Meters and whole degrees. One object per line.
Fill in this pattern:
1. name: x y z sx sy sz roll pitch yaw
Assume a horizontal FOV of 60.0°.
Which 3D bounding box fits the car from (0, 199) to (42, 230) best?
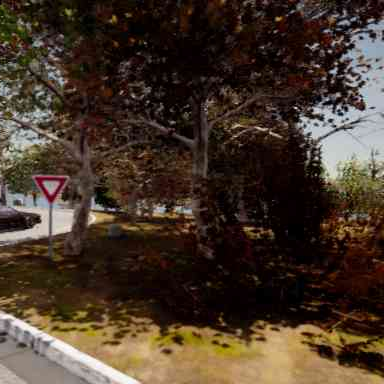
1. car: -9.883 1.273 16.231 2.033 1.411 5.357 1 0 17
